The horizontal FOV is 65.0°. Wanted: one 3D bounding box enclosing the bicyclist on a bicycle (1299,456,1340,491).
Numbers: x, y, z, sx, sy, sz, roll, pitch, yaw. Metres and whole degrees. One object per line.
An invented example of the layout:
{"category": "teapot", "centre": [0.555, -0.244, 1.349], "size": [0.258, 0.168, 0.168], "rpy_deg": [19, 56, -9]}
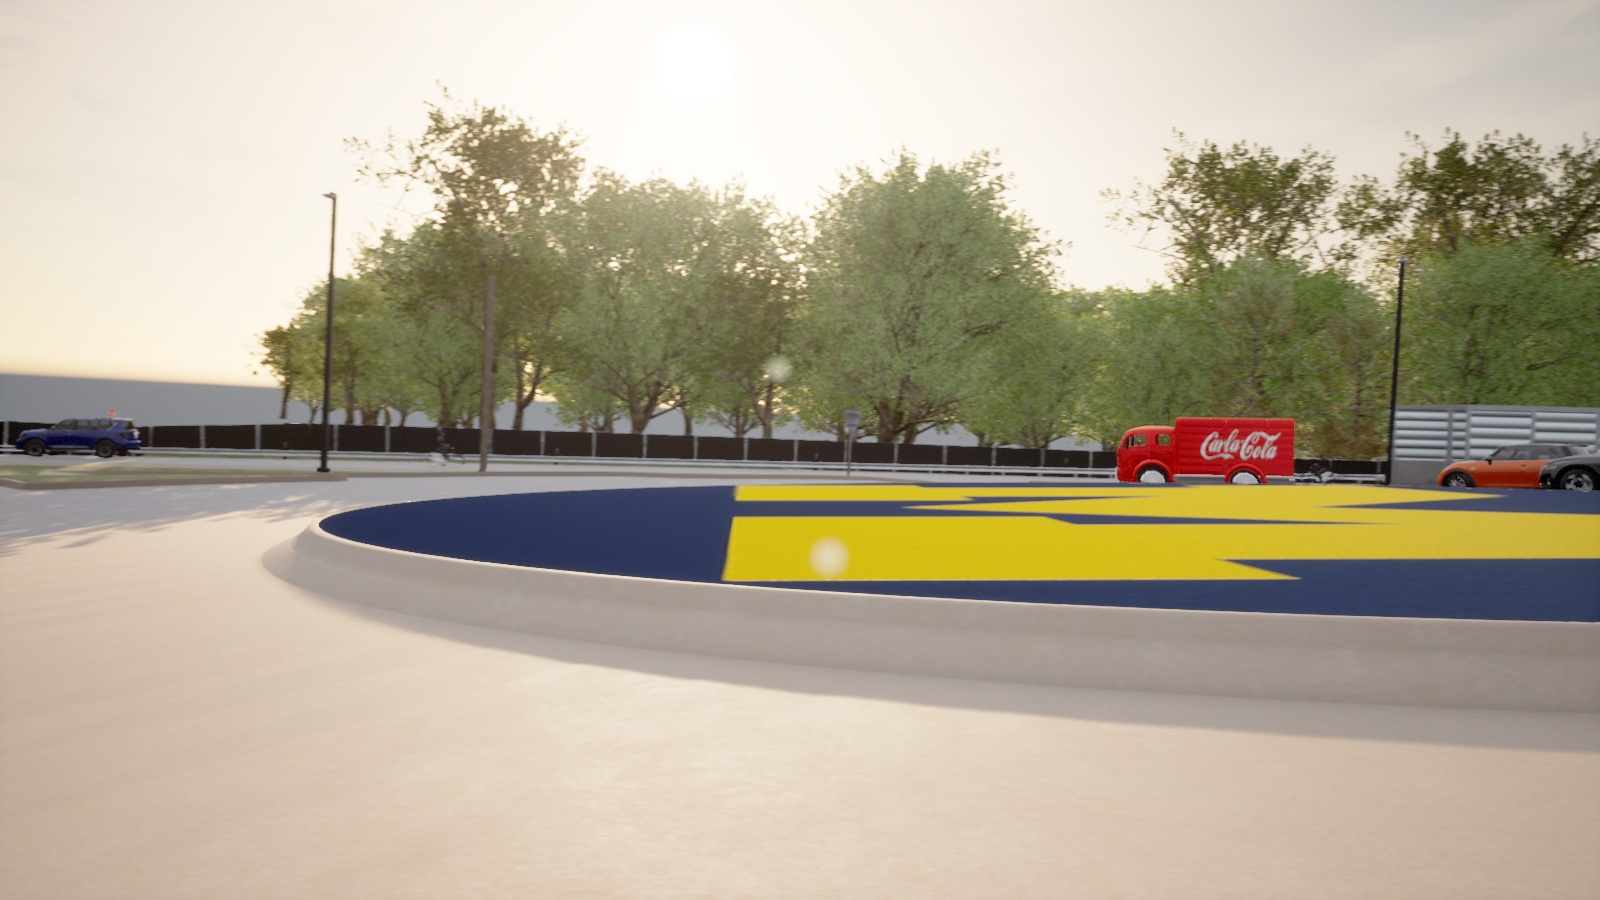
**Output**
{"category": "bicyclist on a bicycle", "centre": [28.409, 1.280, 68.689], "size": [1.843, 1.776, 0.659], "rpy_deg": [2, 2, -2]}

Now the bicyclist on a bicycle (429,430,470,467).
{"category": "bicyclist on a bicycle", "centre": [-17.519, -0.091, 62.702], "size": [1.843, 1.776, 0.659], "rpy_deg": [2, 2, -4]}

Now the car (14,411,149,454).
{"category": "car", "centre": [-36.809, -0.909, 64.473], "size": [5.566, 2.045, 2.150], "rpy_deg": [1, 2, -10]}

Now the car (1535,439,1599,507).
{"category": "car", "centre": [20.859, 0.613, 30.562], "size": [4.856, 1.649, 2.033], "rpy_deg": [1, -1, 39]}

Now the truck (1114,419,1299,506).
{"category": "truck", "centre": [12.472, 0.345, 38.678], "size": [5.204, 2.467, 2.627], "rpy_deg": [1, 1, 19]}

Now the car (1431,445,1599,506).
{"category": "car", "centre": [22.430, 0.790, 39.080], "size": [2.097, 1.767, 4.553], "rpy_deg": [1, -1, -37]}
